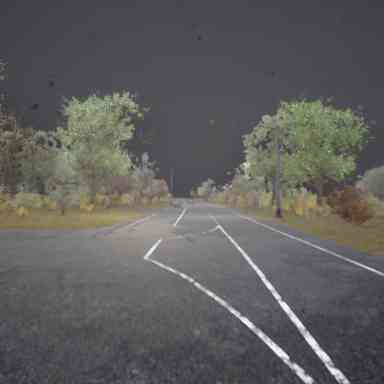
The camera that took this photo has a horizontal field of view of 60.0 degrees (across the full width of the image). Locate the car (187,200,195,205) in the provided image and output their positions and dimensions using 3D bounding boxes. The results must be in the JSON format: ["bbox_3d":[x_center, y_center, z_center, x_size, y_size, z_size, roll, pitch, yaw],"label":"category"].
[{"bbox_3d":[-0.267,2.901,93.625,2.033,1.411,5.357,0,-1,4],"label":"car"}]

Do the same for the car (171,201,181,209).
[{"bbox_3d":[-3.006,2.485,64.017,2.033,1.411,5.357,0,-1,0],"label":"car"}]
